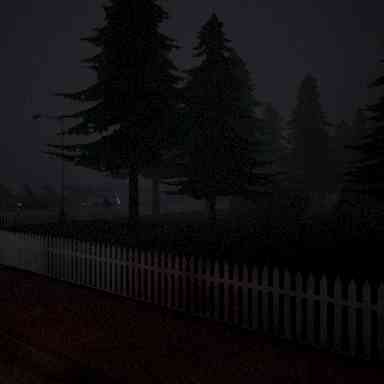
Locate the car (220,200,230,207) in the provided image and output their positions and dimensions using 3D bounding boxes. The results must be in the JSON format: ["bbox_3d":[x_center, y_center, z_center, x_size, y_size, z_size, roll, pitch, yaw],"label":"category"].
[{"bbox_3d":[4.308,1.221,51.448,2.150,2.045,5.566,0,0,34],"label":"car"}]

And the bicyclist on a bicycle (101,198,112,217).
[{"bbox_3d":[-7.164,1.302,27.830,1.656,1.620,0.582,0,0,34],"label":"bicyclist on a bicycle"}]

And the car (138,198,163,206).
[{"bbox_3d":[-6.785,1.491,54.088,2.128,1.511,4.902,0,0,35],"label":"car"}]

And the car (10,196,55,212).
[{"bbox_3d":[-18.018,1.352,37.625,2.097,1.767,4.553,0,0,34],"label":"car"}]

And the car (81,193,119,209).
[{"bbox_3d":[-12.522,1.221,45.700,2.150,2.045,5.566,0,0,34],"label":"car"}]
